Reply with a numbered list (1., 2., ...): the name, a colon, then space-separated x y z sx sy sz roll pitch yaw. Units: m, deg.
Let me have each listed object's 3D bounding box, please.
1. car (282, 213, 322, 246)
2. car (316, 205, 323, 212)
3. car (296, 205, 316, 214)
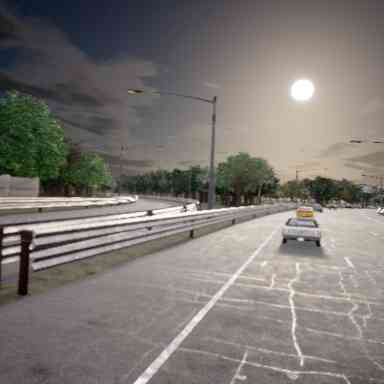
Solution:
1. car: 6.066 2.077 18.436 1.895 1.301 4.718 3 -1 18
2. car: 27.364 3.611 72.392 1.994 1.385 4.181 2 -1 26
3. car: 13.905 2.563 40.874 1.882 1.535 5.008 2 -1 21
